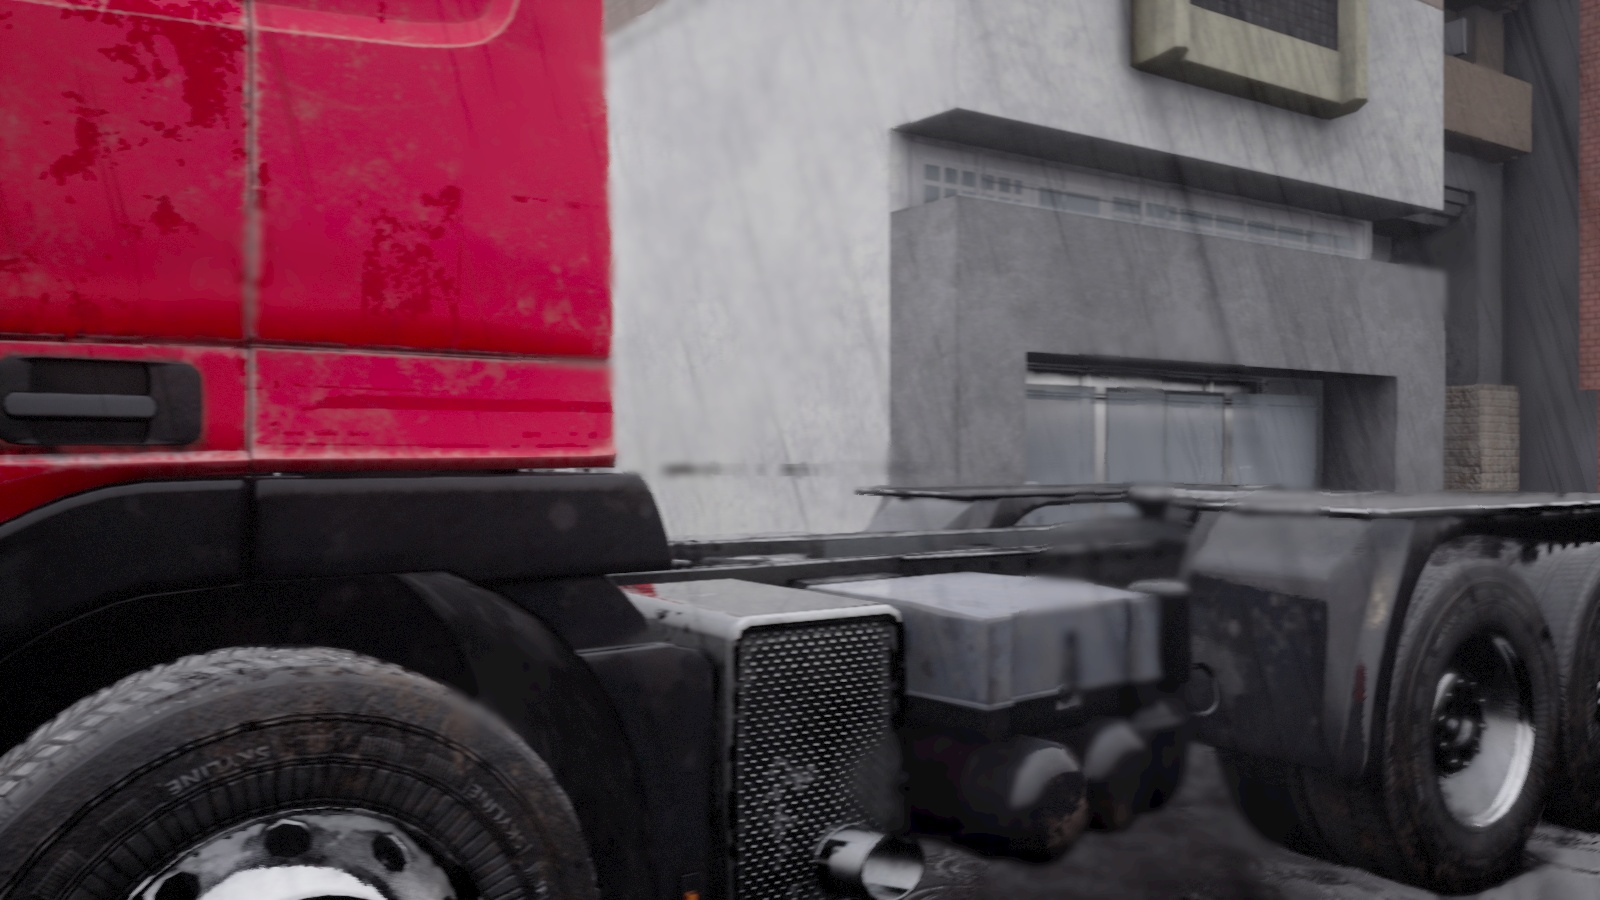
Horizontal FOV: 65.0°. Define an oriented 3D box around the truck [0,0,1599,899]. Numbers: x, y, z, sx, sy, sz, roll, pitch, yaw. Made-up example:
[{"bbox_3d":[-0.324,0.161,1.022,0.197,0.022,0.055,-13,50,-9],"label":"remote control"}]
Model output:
[{"bbox_3d":[0.170,-0.227,4.391,7.936,3.462,2.891,0,0,-35],"label":"truck"}]
